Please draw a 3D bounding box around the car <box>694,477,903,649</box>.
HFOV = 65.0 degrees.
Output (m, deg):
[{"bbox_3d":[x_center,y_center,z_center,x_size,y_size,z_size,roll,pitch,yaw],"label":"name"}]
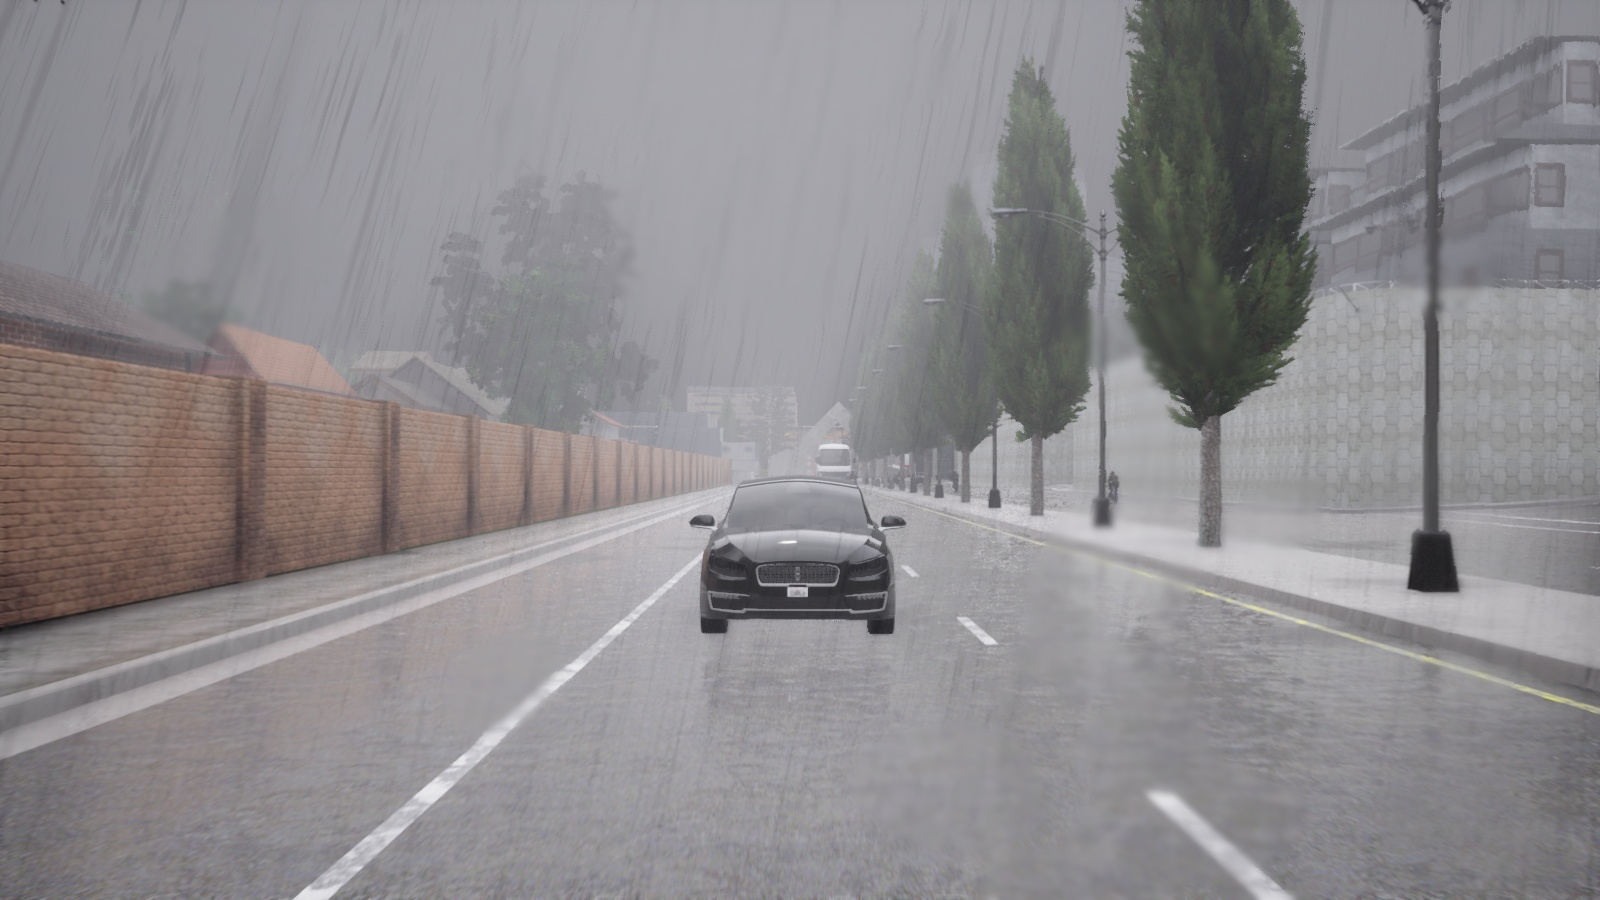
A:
[{"bbox_3d":[-0.016,1.046,13.520,1.837,1.490,4.892,0,-1,0],"label":"car"}]
